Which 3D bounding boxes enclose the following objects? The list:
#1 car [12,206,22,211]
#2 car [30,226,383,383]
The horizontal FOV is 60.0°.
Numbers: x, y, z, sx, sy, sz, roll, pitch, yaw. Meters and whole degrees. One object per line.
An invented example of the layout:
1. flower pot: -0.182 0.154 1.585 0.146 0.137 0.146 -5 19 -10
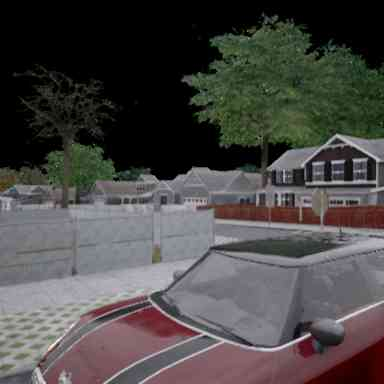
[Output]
1. car: -40.070 3.868 74.872 5.357 1.411 2.033 -2 -2 40
2. car: 0.784 1.336 3.504 4.553 1.767 2.097 0 0 -35
